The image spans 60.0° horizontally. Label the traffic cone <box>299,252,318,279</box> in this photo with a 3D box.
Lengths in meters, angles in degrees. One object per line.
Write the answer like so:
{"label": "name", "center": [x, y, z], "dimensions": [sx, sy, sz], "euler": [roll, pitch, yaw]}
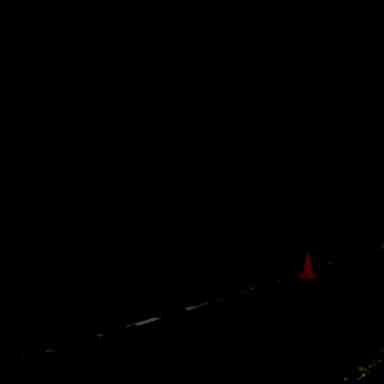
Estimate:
{"label": "traffic cone", "center": [2.812, 1.756, 8.043], "dimensions": [0.340, 0.580, 0.340], "euler": [-2, 1, -39]}

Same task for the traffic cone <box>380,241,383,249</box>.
{"label": "traffic cone", "center": [6.556, 1.612, 11.215], "dimensions": [0.340, 0.580, 0.340], "euler": [-2, 1, -41]}
